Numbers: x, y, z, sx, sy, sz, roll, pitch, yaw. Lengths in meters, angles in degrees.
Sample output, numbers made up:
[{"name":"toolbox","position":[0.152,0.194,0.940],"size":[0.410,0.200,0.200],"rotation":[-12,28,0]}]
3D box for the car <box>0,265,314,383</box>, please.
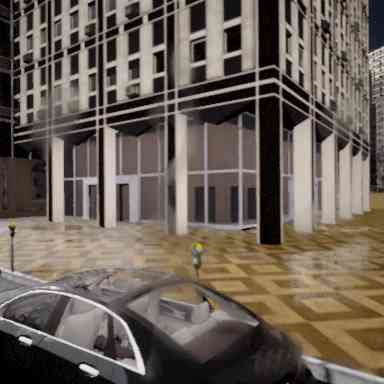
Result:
[{"name":"car","position":[-1.012,1.529,3.611],"size":[4.403,1.369,2.008],"rotation":[1,-1,36]}]
